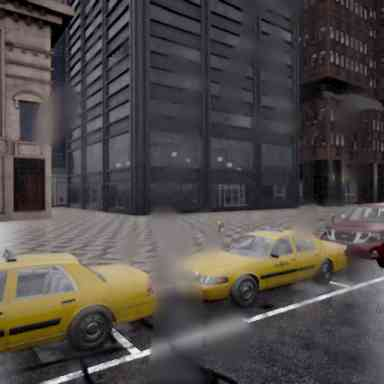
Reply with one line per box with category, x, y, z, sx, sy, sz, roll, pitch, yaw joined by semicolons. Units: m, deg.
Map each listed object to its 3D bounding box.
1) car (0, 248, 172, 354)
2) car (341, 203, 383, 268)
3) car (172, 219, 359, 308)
car;-2.834;1.525;4.631;4.829;1.417;1.752;0;0;-35
car;6.497;1.303;11.268;5.009;1.841;2.192;0;0;-35
car;1.763;1.519;7.900;4.829;1.417;1.752;0;0;-35
